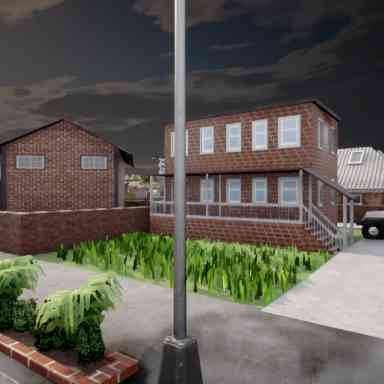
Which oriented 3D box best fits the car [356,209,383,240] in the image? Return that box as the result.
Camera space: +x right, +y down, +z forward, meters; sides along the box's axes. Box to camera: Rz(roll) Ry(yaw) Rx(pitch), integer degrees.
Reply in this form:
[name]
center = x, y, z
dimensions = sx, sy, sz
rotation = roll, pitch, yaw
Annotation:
[car]
center = 8.470, 0.973, 12.606
dimensions = 3.866, 1.878, 1.905
rotation = 0, 0, 36
